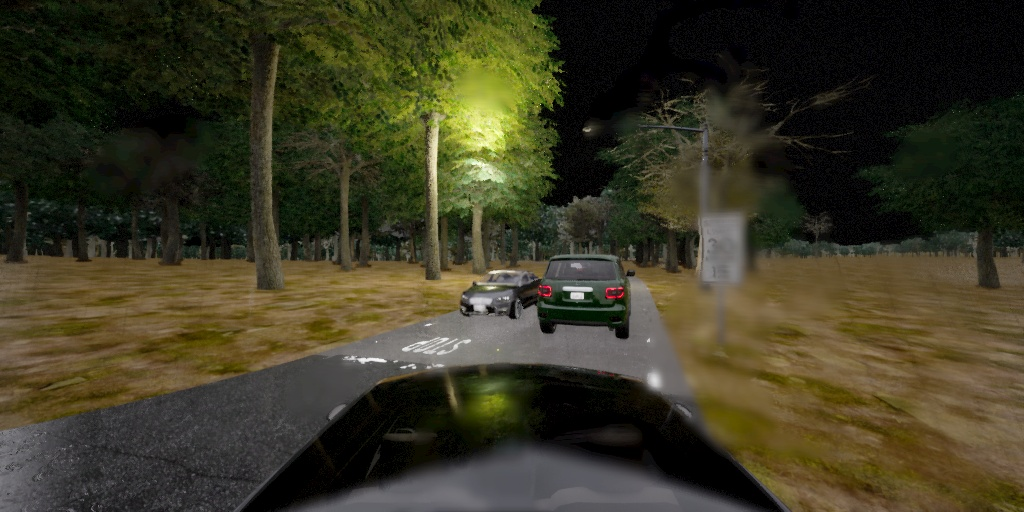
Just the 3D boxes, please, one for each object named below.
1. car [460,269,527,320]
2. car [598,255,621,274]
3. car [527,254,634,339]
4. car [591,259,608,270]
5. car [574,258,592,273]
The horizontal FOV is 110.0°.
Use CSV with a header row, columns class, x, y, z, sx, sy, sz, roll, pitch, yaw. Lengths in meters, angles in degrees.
class,x,y,z,sx,sy,sz,roll,pitch,yaw
car,-0.166,1.254,12.860,2.128,1.511,4.902,0,0,19
car,11.404,0.945,42.291,2.150,2.045,5.566,0,0,11
car,2.312,0.976,10.464,2.150,2.045,5.566,0,0,19
car,12.820,1.185,52.697,1.812,1.442,4.674,-1,1,6
car,8.845,1.122,45.034,2.097,1.767,4.553,0,0,9
